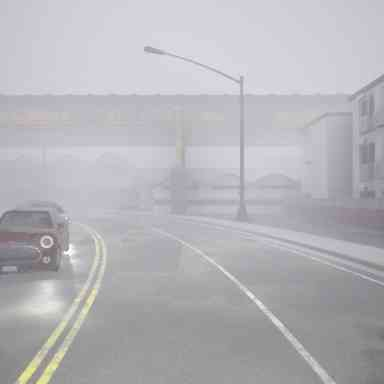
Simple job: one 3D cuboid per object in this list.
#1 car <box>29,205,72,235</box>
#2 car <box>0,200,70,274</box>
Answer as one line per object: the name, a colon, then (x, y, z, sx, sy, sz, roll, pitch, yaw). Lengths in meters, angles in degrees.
car: (-8.372, 1.514, 19.426, 1.895, 1.301, 4.718, 1, 0, -28)
car: (-5.129, 1.317, 10.462, 2.097, 1.767, 4.553, 0, 0, -15)
